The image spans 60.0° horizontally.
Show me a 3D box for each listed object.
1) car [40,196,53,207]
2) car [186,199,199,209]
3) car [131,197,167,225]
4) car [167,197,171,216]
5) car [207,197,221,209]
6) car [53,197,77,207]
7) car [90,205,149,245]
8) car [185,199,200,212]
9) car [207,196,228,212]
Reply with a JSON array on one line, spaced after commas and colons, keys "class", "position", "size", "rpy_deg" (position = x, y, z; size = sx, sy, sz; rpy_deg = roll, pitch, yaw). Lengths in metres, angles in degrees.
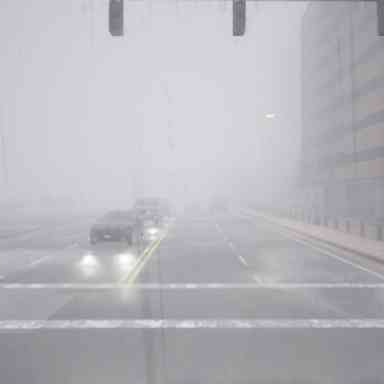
[{"class": "car", "position": [-23.883, 1.618, 55.718], "size": [1.905, 1.878, 3.866], "rpy_deg": [0, 0, 0]}, {"class": "car", "position": [0.059, 1.940, 54.248], "size": [2.128, 1.511, 4.902], "rpy_deg": [0, 0, 0]}, {"class": "car", "position": [-3.560, 1.458, 26.773], "size": [2.150, 2.045, 5.566], "rpy_deg": [0, 0, 0]}, {"class": "car", "position": [-3.544, 1.541, 37.503], "size": [2.150, 2.045, 5.566], "rpy_deg": [0, 0, 0]}, {"class": "car", "position": [3.559, 1.800, 54.215], "size": [2.097, 1.767, 4.553], "rpy_deg": [0, 0, 0]}, {"class": "car", "position": [-20.989, 1.614, 55.650], "size": [1.932, 1.855, 4.605], "rpy_deg": [0, 0, 0]}, {"class": "car", "position": [-3.572, 1.636, 16.585], "size": [1.882, 1.535, 5.008], "rpy_deg": [0, 0, 0]}, {"class": "car", "position": [0.049, 1.905, 45.272], "size": [1.812, 1.442, 4.674], "rpy_deg": [0, 0, 0]}, {"class": "car", "position": [3.548, 1.596, 44.700], "size": [2.150, 2.045, 5.566], "rpy_deg": [0, 0, 0]}]
